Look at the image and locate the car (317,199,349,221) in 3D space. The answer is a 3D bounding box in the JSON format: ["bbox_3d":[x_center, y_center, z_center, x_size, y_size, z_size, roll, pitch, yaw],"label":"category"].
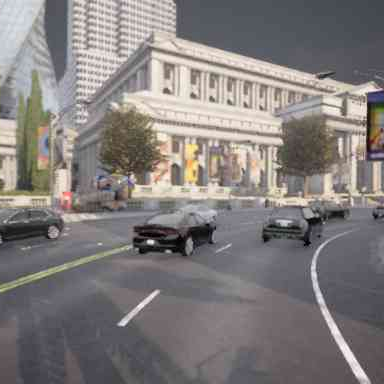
[{"bbox_3d":[11.543,1.500,28.556,4.553,1.767,2.097,0,0,-39],"label":"car"}]

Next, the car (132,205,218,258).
[{"bbox_3d":[-0.448,1.484,13.088,1.882,1.535,5.008,0,0,21],"label":"car"}]

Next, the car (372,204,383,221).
[{"bbox_3d":[17.350,1.700,28.358,4.902,1.511,2.128,1,0,-33],"label":"car"}]

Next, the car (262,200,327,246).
[{"bbox_3d":[5.006,1.419,16.169,2.097,1.767,4.553,1,0,29],"label":"car"}]

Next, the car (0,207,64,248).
[{"bbox_3d":[-7.640,1.435,14.151,1.837,1.490,4.892,0,0,21],"label":"car"}]
